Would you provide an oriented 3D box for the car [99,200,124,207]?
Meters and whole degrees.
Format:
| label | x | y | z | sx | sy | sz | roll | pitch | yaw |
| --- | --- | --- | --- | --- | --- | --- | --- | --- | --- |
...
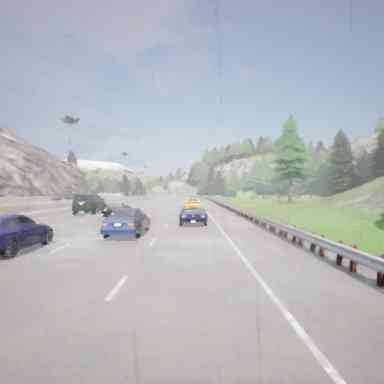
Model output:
| label | x | y | z | sx | sy | sz | roll | pitch | yaw |
| --- | --- | --- | --- | --- | --- | --- | --- | --- | --- |
| car | -6.913 | 1.602 | 31.117 | 1.895 | 1.301 | 4.718 | 0 | 0 | 0 |

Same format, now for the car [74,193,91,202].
| label | x | y | z | sx | sy | sz | roll | pitch | yaw |
| --- | --- | --- | --- | --- | --- | --- | --- | --- | --- |
| car | -24.530 | 1.228 | 74.762 | 2.150 | 2.045 | 5.566 | 0 | 0 | 0 |

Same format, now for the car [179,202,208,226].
| label | x | y | z | sx | sy | sz | roll | pitch | yaw |
| --- | --- | --- | --- | --- | --- | --- | --- | --- | --- |
| car | 0.088 | 1.602 | 23.559 | 1.895 | 1.301 | 4.718 | 0 | 0 | 0 |

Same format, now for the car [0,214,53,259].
| label | x | y | z | sx | sy | sz | roll | pitch | yaw |
| --- | --- | --- | --- | --- | --- | --- | --- | --- | --- |
| car | -6.904 | 1.526 | 12.417 | 1.812 | 1.442 | 4.674 | 0 | 0 | 0 |

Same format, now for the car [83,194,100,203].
| label | x | y | z | sx | sy | sz | roll | pitch | yaw |
| --- | --- | --- | --- | --- | --- | --- | --- | --- | --- |
| car | -21.028 | 1.358 | 69.696 | 2.097 | 1.767 | 4.553 | 0 | 0 | 0 |

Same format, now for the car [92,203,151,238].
| label | x | y | z | sx | sy | sz | roll | pitch | yaw |
| --- | --- | --- | --- | --- | --- | --- | --- | --- | --- |
| car | -3.407 | 1.548 | 17.735 | 2.033 | 1.411 | 5.357 | 0 | 0 | 0 |

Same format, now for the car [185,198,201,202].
| label | x | y | z | sx | sy | sz | roll | pitch | yaw |
| --- | --- | --- | --- | --- | --- | --- | --- | --- | --- |
| car | 0.083 | 1.479 | 41.631 | 1.882 | 1.535 | 5.008 | 0 | 0 | 0 |

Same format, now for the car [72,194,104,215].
| label | x | y | z | sx | sy | sz | roll | pitch | yaw |
| --- | --- | --- | --- | --- | --- | --- | --- | --- | --- |
| car | -10.414 | 1.223 | 33.931 | 2.150 | 2.045 | 5.566 | 0 | 0 | 0 |
